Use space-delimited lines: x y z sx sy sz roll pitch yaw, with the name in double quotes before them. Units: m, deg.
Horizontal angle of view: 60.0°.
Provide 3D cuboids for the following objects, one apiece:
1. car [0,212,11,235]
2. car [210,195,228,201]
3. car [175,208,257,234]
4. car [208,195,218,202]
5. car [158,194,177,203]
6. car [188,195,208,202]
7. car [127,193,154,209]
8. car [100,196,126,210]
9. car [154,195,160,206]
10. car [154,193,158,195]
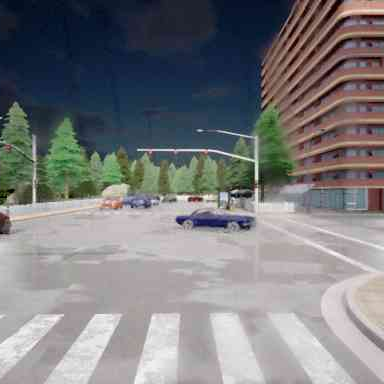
"car" -10.576 1.531 16.030 1.812 1.442 4.674 0 0 0
"car" 6.723 1.524 81.955 1.812 1.442 4.674 0 0 44
"car" 1.398 1.640 19.718 4.718 1.301 1.895 0 0 32
"car" 4.839 1.595 73.509 1.895 1.301 4.718 0 0 30
"car" -4.680 1.352 69.364 2.097 1.767 4.553 0 0 16
"car" 0.896 1.478 73.572 1.882 1.535 5.008 0 0 30
"car" -7.008 1.221 46.075 2.150 2.045 5.566 0 0 0
"car" -10.506 1.352 43.388 2.097 1.767 4.553 0 0 1
"car" -6.833 1.601 55.850 1.895 1.301 4.718 0 0 3
"car" -8.454 1.221 69.056 2.150 2.045 5.566 0 0 16
